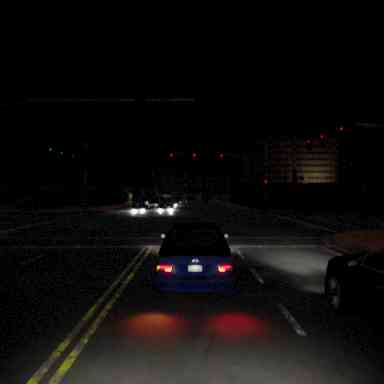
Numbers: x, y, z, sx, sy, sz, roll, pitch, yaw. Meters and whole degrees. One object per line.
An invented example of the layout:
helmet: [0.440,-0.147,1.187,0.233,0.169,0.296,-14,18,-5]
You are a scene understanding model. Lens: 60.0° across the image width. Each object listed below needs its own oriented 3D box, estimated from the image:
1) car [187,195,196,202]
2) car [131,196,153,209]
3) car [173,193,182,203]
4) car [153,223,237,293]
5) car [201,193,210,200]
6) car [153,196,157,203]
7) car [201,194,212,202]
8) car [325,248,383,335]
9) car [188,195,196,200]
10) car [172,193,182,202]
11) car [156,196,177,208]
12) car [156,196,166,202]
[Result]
car: [-0.084,1.483,74.506,2.033,1.411,5.357,0,0,0]
car: [-7.143,1.462,46.099,2.128,1.511,4.902,0,0,0]
car: [-3.623,1.451,62.825,2.128,1.511,4.902,0,0,0]
car: [0.073,1.542,9.005,2.033,1.411,5.357,0,0,0]
car: [3.405,1.173,84.755,2.097,1.767,4.553,0,0,0]
car: [-7.121,1.506,62.137,2.033,1.411,5.357,0,0,1]
car: [3.416,1.296,74.799,2.097,1.767,4.553,0,0,0]
car: [3.557,1.488,4.764,2.128,1.511,4.902,0,0,0]
car: [-0.096,1.370,84.779,1.994,1.385,4.181,0,0,0]
car: [-3.588,1.159,78.450,2.150,2.045,5.566,0,0,0]
car: [-3.643,1.570,47.687,1.895,1.301,4.718,0,0,0]
car: [-7.086,1.537,76.460,1.895,1.301,4.718,0,0,0]
